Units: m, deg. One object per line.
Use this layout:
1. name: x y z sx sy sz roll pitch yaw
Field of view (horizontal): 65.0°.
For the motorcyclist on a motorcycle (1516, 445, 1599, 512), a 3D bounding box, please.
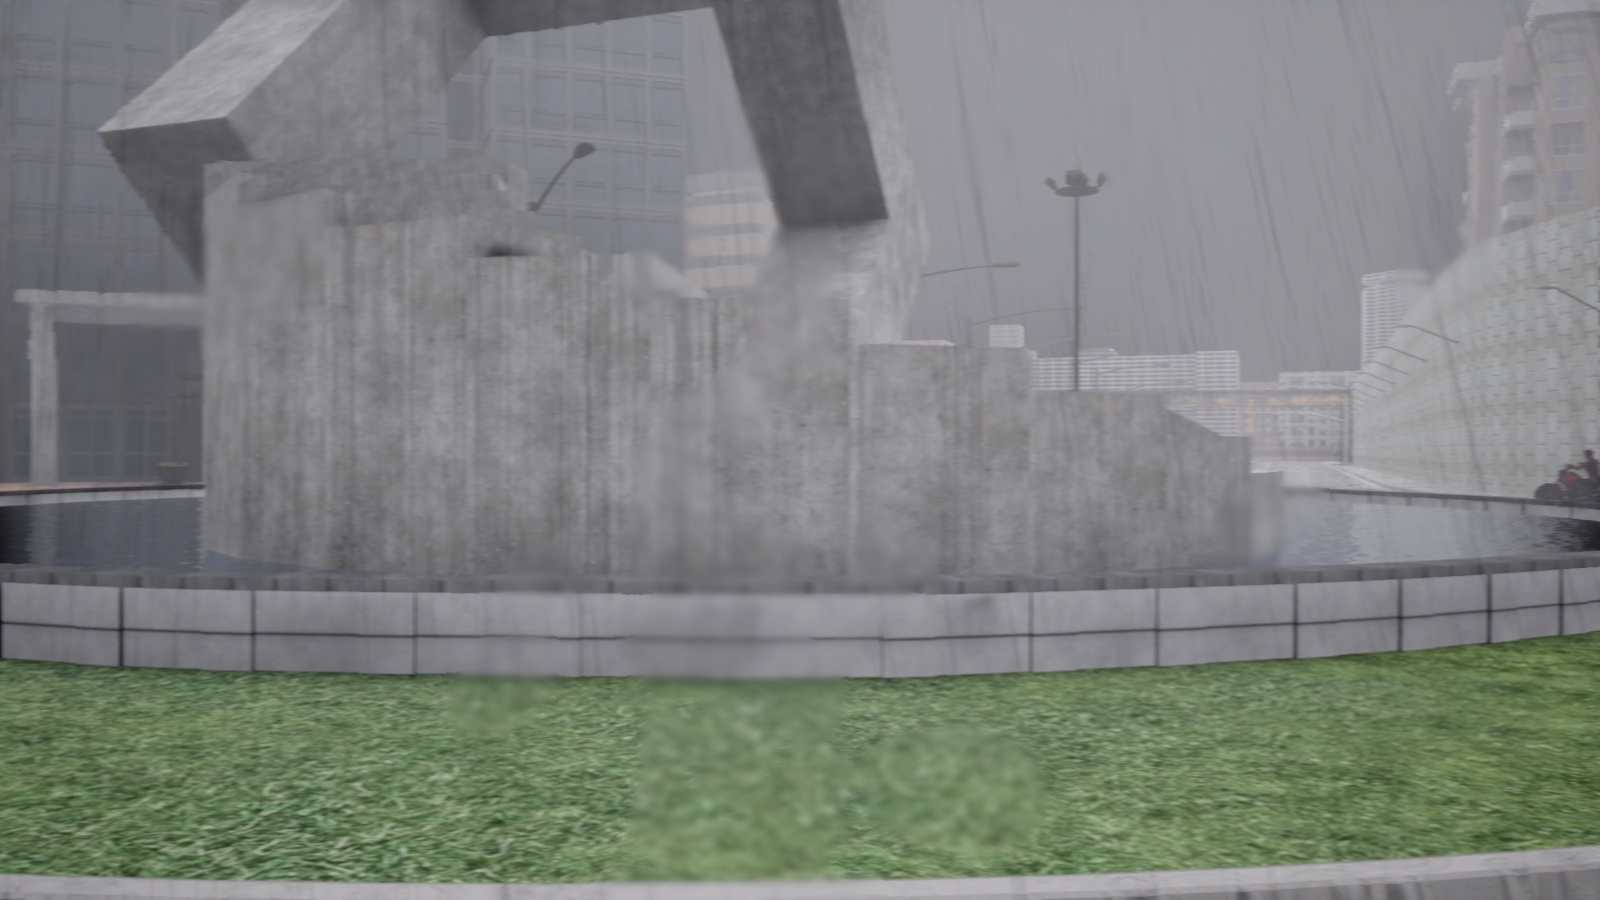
1. motorcyclist on a motorcycle: 19.527 0.699 31.857 0.766 1.649 2.350 0 0 -26
